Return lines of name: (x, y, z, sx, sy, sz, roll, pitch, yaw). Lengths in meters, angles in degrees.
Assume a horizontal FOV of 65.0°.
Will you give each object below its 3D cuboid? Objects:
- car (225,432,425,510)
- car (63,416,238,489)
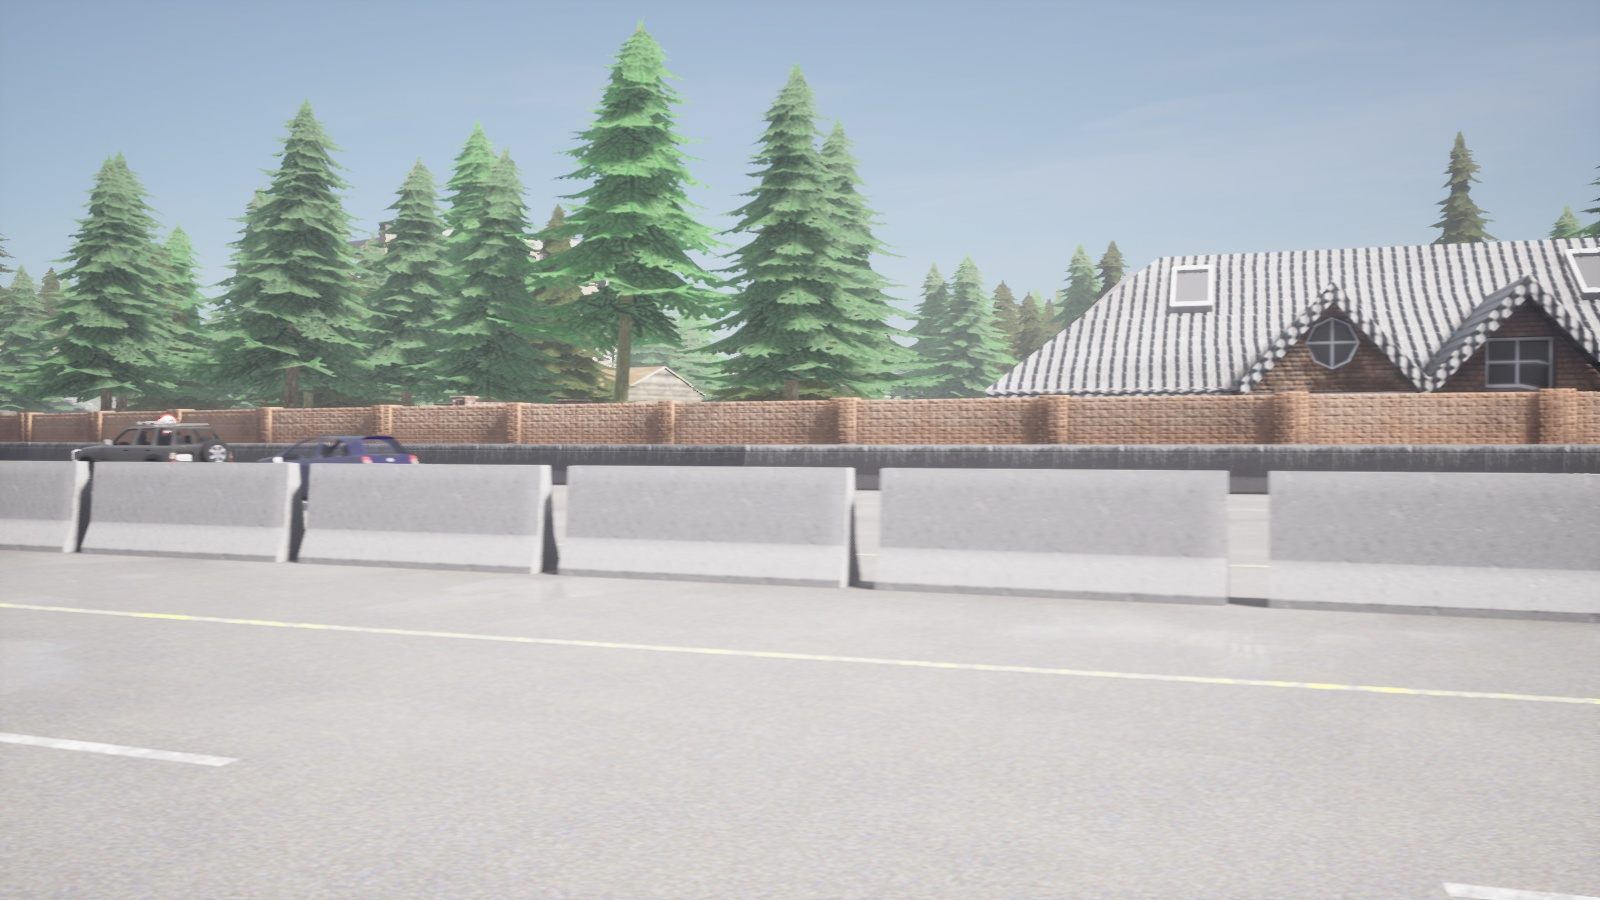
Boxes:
car: (-9.805, 0.389, 25.918, 3.633, 1.501, 1.845, 1, 1, 25)
car: (-17.460, 0.038, 33.733, 4.605, 1.855, 1.932, 1, 1, 29)
